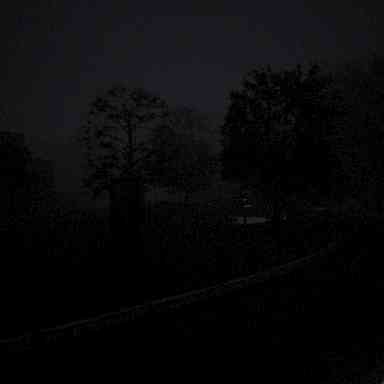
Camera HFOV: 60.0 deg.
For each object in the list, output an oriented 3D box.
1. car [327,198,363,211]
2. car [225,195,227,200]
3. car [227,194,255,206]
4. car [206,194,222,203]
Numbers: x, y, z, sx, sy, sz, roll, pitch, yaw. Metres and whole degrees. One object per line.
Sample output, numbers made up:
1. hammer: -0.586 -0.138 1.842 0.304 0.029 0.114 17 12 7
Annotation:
1. car: 18.776 1.498 41.124 1.882 1.535 5.008 0 0 -12
2. car: 9.855 1.837 80.275 1.812 1.442 4.674 0 0 16
3. car: 8.803 1.331 58.103 2.150 2.045 5.566 0 0 -22
4. car: 4.951 1.813 74.685 1.994 1.385 4.181 0 0 11
